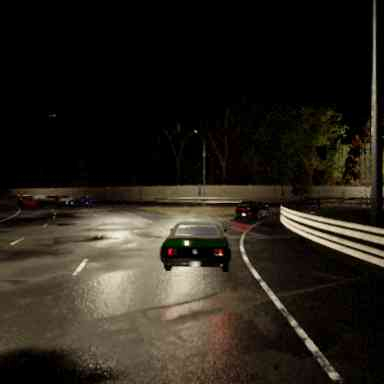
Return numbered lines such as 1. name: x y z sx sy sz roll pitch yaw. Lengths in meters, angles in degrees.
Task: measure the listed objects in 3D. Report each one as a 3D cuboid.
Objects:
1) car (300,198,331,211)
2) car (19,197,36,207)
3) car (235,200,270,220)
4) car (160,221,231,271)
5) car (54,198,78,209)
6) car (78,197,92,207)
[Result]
1. car: 14.545 1.425 39.142 4.892 1.490 1.837 0 0 -42
2. car: -25.084 1.470 50.747 1.994 1.385 4.181 0 0 -34
3. car: 5.036 1.450 27.411 1.837 1.490 4.892 0 0 27
4. car: 0.215 1.579 10.837 1.895 1.301 4.718 0 0 3
5. car: -17.196 1.463 44.674 2.033 1.411 5.357 0 0 -29
6. car: -16.355 1.431 50.072 1.812 1.442 4.674 0 0 -31
